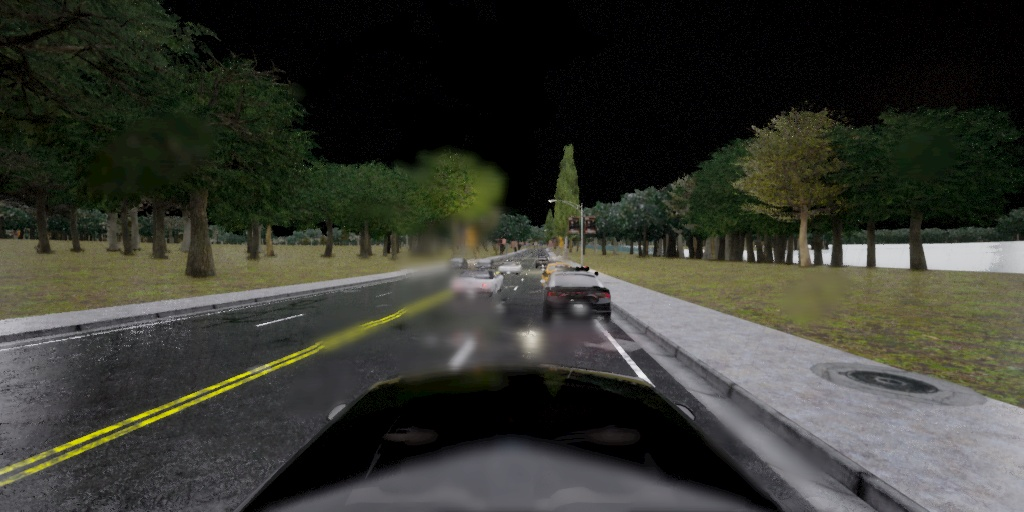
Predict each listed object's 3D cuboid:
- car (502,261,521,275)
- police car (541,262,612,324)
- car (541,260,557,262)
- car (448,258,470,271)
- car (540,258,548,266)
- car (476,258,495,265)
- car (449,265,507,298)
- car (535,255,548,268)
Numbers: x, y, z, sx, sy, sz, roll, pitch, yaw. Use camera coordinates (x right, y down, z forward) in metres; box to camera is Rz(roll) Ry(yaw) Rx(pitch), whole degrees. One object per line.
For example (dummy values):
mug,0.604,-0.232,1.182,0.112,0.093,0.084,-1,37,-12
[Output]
car,-0.117,1.197,35.732,1.895,1.301,4.718,0,1,5
police car,2.024,1.168,12.062,1.930,1.638,5.238,0,0,5
car,2.856,1.201,21.914,1.882,1.535,5.008,0,0,5
car,-6.249,1.018,42.727,1.812,1.442,4.674,0,1,5
car,3.361,1.161,27.890,1.882,1.535,5.008,0,0,5
car,-3.048,1.026,42.024,1.812,1.442,4.674,0,1,5
car,-1.593,1.337,18.250,1.895,1.301,4.718,0,0,5
car,4.147,0.879,48.618,1.837,1.490,4.892,0,1,5
